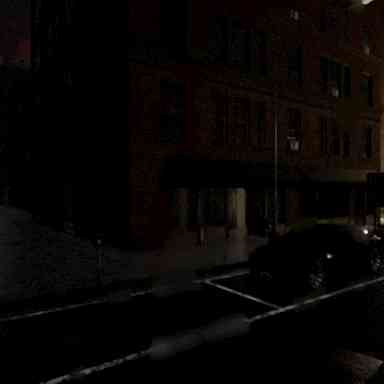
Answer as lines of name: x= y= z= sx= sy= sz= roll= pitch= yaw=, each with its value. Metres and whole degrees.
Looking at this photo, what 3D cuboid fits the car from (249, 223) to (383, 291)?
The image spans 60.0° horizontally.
car: x=3.482 y=1.559 z=9.028 sx=4.313 sy=1.339 sz=1.947 roll=0 pitch=0 yaw=-36
